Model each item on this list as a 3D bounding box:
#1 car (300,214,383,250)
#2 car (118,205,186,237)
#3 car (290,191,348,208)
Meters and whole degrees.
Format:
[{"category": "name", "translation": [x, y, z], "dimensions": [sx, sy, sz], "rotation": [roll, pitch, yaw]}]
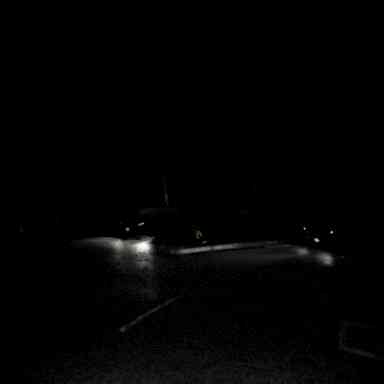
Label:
[{"category": "car", "translation": [7.069, 1.649, 14.489], "dimensions": [4.718, 1.301, 1.895], "rotation": [0, 0, -25]}, {"category": "car", "translation": [-2.001, 1.461, 18.153], "dimensions": [1.812, 1.442, 4.674], "rotation": [0, 2, 29]}, {"category": "car", "translation": [10.814, 0.608, 28.717], "dimensions": [4.718, 1.301, 1.895], "rotation": [-4, 1, -10]}]
